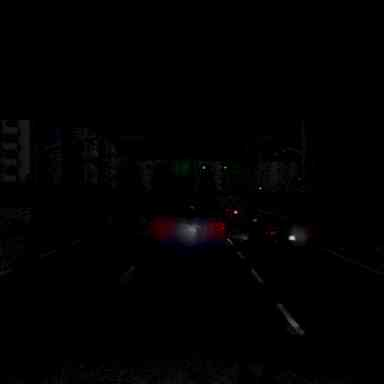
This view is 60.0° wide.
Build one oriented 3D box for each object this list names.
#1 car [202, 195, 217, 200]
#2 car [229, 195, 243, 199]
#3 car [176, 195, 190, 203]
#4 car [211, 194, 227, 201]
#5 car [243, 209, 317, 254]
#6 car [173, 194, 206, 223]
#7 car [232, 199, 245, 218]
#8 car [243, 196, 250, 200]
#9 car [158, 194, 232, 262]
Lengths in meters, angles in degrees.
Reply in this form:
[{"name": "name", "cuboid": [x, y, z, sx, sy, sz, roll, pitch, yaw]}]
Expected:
[{"name": "car", "cuboid": [4.640, 1.421, 89.407, 1.812, 1.442, 4.674, 0, 0, 34]}, {"name": "car", "cuboid": [10.397, 1.569, 85.429, 1.882, 1.535, 5.008, 0, 0, 34]}, {"name": "car", "cuboid": [-2.022, 1.557, 75.233, 1.882, 1.535, 5.008, 0, 0, 15]}, {"name": "car", "cuboid": [7.107, 1.448, 86.811, 2.097, 1.767, 4.553, 0, 0, 34]}, {"name": "car", "cuboid": [3.532, 1.580, 13.636, 1.994, 1.385, 4.181, 0, 0, 0]}, {"name": "car", "cuboid": [-0.331, 1.252, 27.305, 2.150, 2.045, 5.566, 0, 0, -7]}, {"name": "car", "cuboid": [3.571, 1.596, 28.723, 1.994, 1.385, 4.181, 0, 0, 1]}, {"name": "car", "cuboid": [13.645, 1.625, 94.399, 4.674, 1.442, 1.812, 0, 0, -39]}, {"name": "car", "cuboid": [0.020, 1.236, 12.386, 2.150, 2.045, 5.566, 0, 0, 0]}]
